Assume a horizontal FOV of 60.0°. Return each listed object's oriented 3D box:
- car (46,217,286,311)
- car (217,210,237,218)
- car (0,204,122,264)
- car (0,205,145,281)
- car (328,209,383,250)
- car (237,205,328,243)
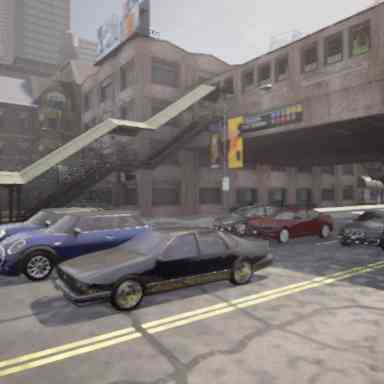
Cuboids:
[{"bbox_3d":[-0.370,1.567,8.003,5.357,1.411,2.033,0,0,-35],"label":"car"},{"bbox_3d":[3.516,1.505,18.826,4.892,1.521,2.231,0,0,-26],"label":"car"},{"bbox_3d":[-5.215,1.404,12.510,4.553,1.767,2.185,0,0,-36],"label":"car"},{"bbox_3d":[-3.373,1.389,10.155,4.553,1.767,2.097,0,0,-36],"label":"car"},{"bbox_3d":[8.185,1.500,14.217,4.892,1.490,1.837,0,0,-36],"label":"car"},{"bbox_3d":[4.800,1.491,16.095,5.008,1.535,1.882,0,0,-35],"label":"car"}]
